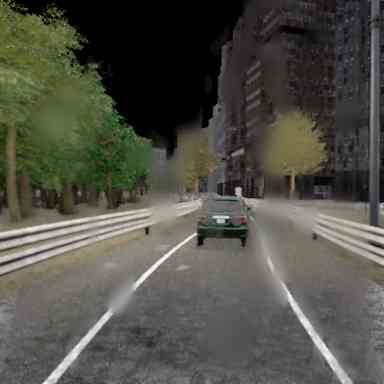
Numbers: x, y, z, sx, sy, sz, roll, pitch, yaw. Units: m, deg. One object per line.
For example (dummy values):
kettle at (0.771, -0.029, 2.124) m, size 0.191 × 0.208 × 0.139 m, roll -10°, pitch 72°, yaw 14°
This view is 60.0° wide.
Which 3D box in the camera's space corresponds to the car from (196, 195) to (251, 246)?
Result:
car at (1.562, 1.230, 15.616) m, size 2.150 × 2.045 × 5.566 m, roll 0°, pitch 0°, yaw 9°

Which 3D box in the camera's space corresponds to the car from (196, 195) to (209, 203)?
car at (2.230, 1.462, 71.527) m, size 1.812 × 1.442 × 4.674 m, roll 0°, pitch 0°, yaw -10°
